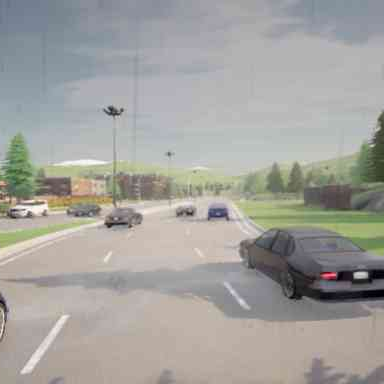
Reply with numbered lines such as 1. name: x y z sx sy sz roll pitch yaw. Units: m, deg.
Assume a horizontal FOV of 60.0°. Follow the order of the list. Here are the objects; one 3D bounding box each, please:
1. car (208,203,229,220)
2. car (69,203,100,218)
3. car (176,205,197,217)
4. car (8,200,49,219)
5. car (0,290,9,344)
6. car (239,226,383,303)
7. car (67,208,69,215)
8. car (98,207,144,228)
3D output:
1. car: 2.502 1.788 31.633 1.882 1.535 5.008 -1 -1 5
2. car: -12.083 2.159 38.992 1.837 1.490 4.892 -1 -1 6
3. car: -0.561 2.021 36.477 1.895 1.301 4.718 -1 -1 6
4. car: -19.099 2.003 39.241 2.150 2.045 5.566 -1 0 6
5. car: -3.620 1.630 3.373 1.812 1.442 4.674 -1 -1 -7
6. car: 2.737 1.595 8.533 2.033 1.411 5.357 -1 -1 -8
7. car: -15.026 2.263 44.596 2.128 1.511 4.902 -1 -1 6
8. car: -5.048 1.922 25.288 2.033 1.411 5.357 -1 -1 4
